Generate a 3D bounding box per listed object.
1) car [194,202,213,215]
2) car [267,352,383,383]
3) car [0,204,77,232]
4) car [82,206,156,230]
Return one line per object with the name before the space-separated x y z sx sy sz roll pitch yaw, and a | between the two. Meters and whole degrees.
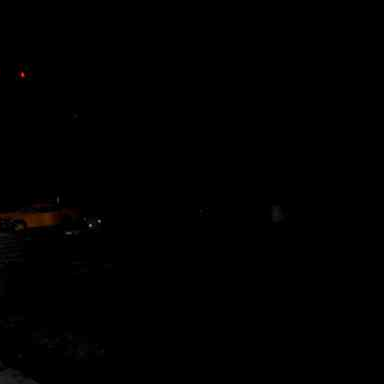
car | 2.254 1.805 37.582 1.895 1.301 4.718 1 0 35
car | 2.357 1.546 1.279 4.507 1.381 1.887 0 1 35
car | -9.643 1.505 20.771 1.882 1.535 5.008 1 0 35
car | -4.605 1.658 22.271 2.033 1.411 5.357 1 0 35
